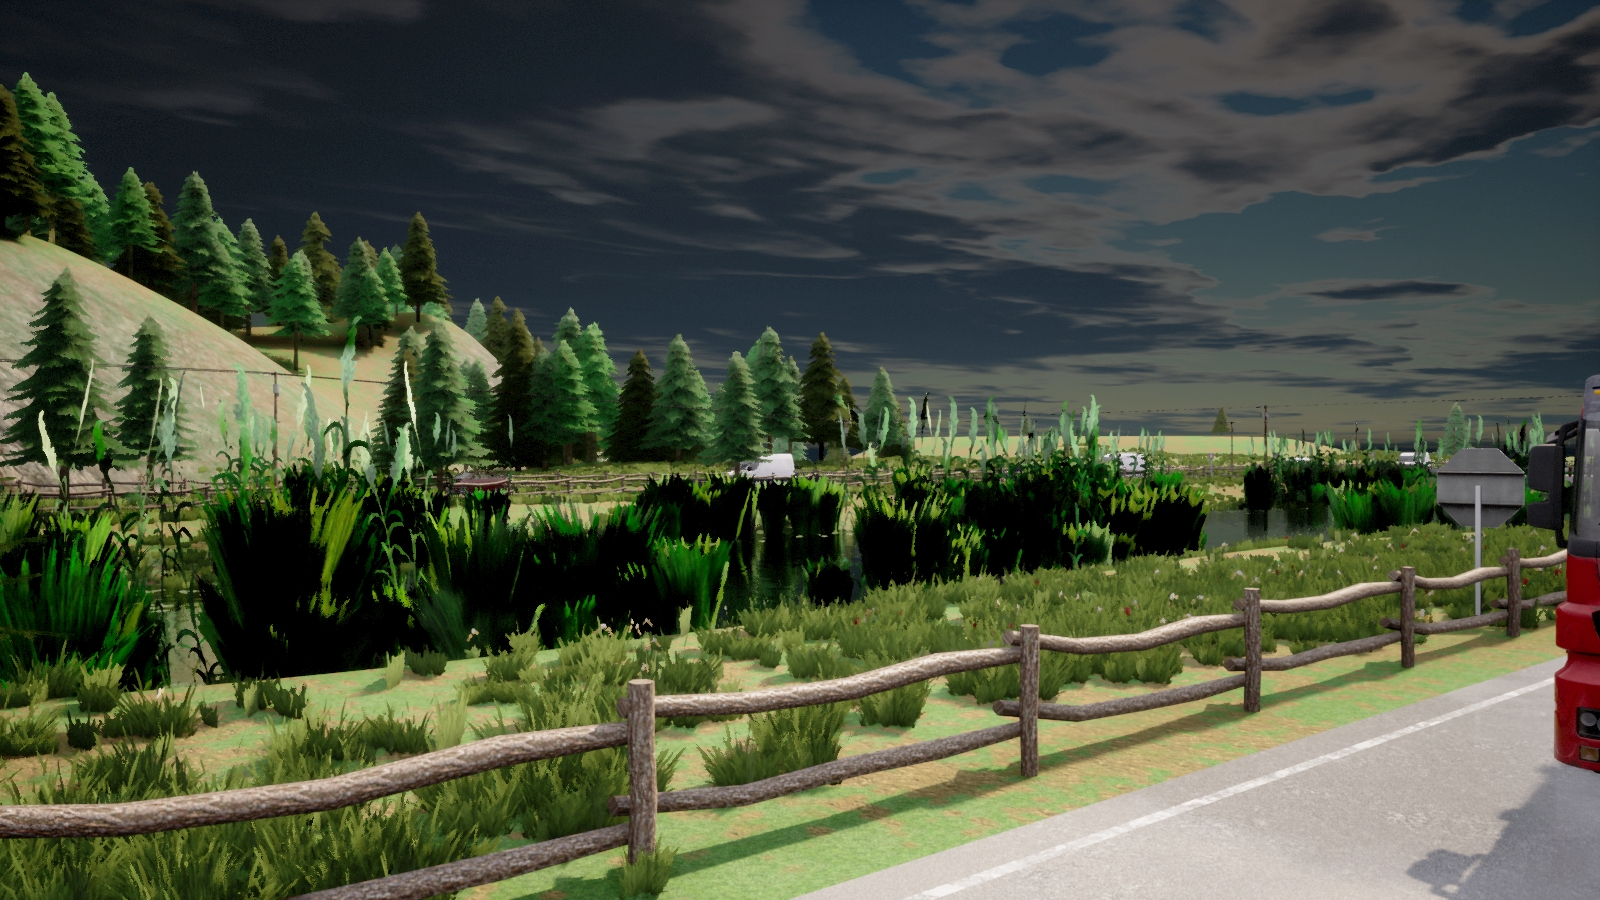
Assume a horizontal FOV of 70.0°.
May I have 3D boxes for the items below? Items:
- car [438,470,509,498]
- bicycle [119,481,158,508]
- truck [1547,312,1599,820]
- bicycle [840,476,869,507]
[{"bbox_3d":[-19.699,2.026,68.996,1.789,1.549,3.705,0,0,45],"label":"car"},{"bbox_3d":[-32.215,2.158,55.645,0.859,1.276,1.487,0,0,42],"label":"bicycle"},{"bbox_3d":[9.689,0.862,11.003,2.891,3.827,8.468,0,1,42],"label":"truck"},{"bbox_3d":[2.674,2.029,56.065,1.643,1.496,0.373,0,0,-43],"label":"bicycle"}]
